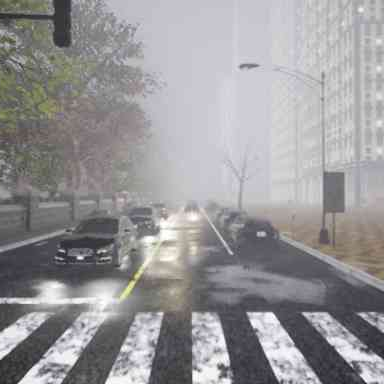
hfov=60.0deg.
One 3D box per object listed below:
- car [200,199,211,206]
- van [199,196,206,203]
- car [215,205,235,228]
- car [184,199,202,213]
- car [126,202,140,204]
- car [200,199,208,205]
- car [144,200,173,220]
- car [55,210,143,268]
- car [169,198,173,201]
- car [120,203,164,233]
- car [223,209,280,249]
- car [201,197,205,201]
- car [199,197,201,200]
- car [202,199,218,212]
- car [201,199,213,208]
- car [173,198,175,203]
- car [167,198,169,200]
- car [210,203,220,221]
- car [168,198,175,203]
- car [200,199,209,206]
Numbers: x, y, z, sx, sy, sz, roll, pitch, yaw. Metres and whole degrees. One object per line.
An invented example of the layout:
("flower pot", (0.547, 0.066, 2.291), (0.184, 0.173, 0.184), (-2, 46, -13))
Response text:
("car", (2.697, 2.093, 65.676), (2.008, 1.369, 4.403), (0, -1, 0))
("van", (2.700, 2.089, 88.208), (1.690, 1.788, 3.998), (0, -1, 0))
("car", (2.693, 1.727, 20.620), (1.947, 1.339, 4.313), (0, 0, 0))
("car", (0.003, 1.940, 42.302), (1.895, 1.301, 4.718), (0, 0, 0))
("car", (-5.685, 1.693, 31.886), (1.967, 1.590, 4.097), (0, 0, 0))
("car", (2.698, 2.225, 76.940), (1.802, 1.307, 4.206), (0, -1, 0))
("car", (-3.080, 1.769, 30.773), (1.812, 1.442, 4.674), (0, 0, 0))
("car", (-3.097, 1.596, 11.669), (1.837, 1.490, 4.892), (0, 0, 0))
("car", (-5.682, 2.138, 71.310), (1.887, 1.381, 4.507), (0, -1, 0))
("car", (-3.095, 1.670, 21.042), (1.837, 1.490, 4.892), (0, 0, 0))
("car", (2.692, 1.683, 14.987), (1.947, 1.339, 4.313), (0, 0, 0))
("car", (2.696, 1.834, 48.782), (1.967, 1.590, 4.097), (0, 0, 0))
("car", (0.005, 1.930, 52.273), (1.837, 1.490, 4.892), (0, 0, 0))
("car", (2.696, 1.891, 43.150), (1.887, 1.381, 4.507), (0, 0, 0))
("car", (2.697, 2.043, 60.045), (2.008, 1.369, 4.403), (0, -1, 0))
("car", (-5.682, 2.241, 82.573), (1.887, 1.381, 4.507), (0, -1, 0))
("car", (-5.684, 2.038, 60.045), (1.887, 1.381, 4.507), (0, -1, 0))
("car", (2.694, 1.772, 26.252), (1.947, 1.339, 4.313), (0, 0, 0))
("car", (-5.681, 2.327, 93.668), (1.752, 1.417, 4.829), (0, -1, 0))
("car", (2.698, 2.174, 71.309), (1.802, 1.307, 4.206), (0, -1, 0))
